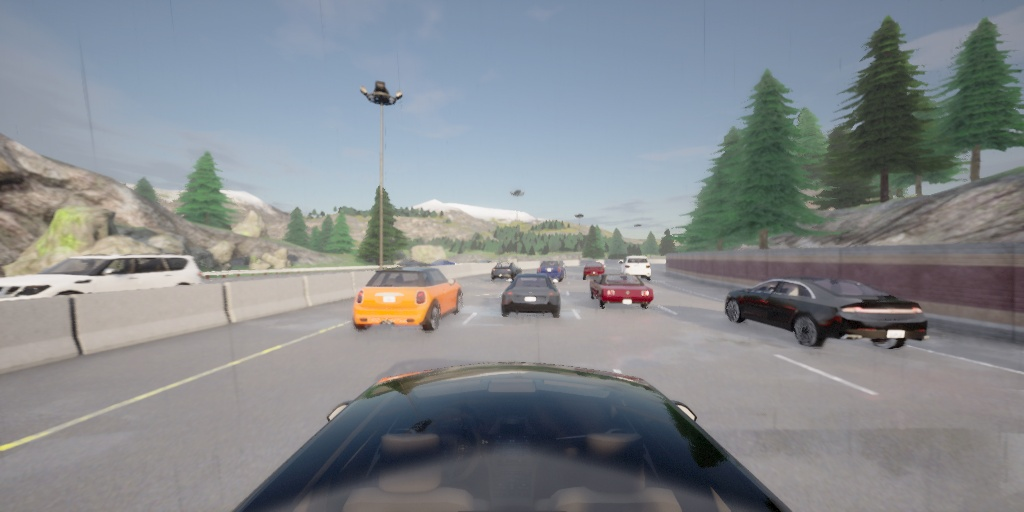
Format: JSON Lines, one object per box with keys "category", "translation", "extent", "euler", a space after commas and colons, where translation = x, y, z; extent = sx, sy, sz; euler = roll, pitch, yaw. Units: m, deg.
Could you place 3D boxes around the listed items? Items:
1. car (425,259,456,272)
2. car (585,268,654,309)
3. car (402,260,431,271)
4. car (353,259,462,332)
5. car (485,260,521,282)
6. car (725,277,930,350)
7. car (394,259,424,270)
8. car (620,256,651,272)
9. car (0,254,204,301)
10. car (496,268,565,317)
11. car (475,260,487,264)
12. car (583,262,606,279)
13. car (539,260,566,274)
{"category": "car", "translation": [-9.759, 1.252, 49.328], "extent": [1.882, 1.535, 5.008], "euler": [0, 0, 19]}
{"category": "car", "translation": [4.429, 1.379, 15.248], "extent": [1.895, 1.301, 4.718], "euler": [0, 0, 6]}
{"category": "car", "translation": [-13.229, 1.329, 49.906], "extent": [1.994, 1.385, 4.181], "euler": [0, 0, 19]}
{"category": "car", "translation": [-2.930, 1.104, 11.085], "extent": [2.097, 1.767, 4.553], "euler": [0, 0, 4]}
{"category": "car", "translation": [-0.383, 1.271, 29.486], "extent": [2.128, 1.511, 4.902], "euler": [0, 0, 12]}
{"category": "car", "translation": [7.450, 1.272, 9.236], "extent": [2.128, 1.511, 4.902], "euler": [0, 0, 4]}
{"category": "car", "translation": [-15.486, 1.266, 54.139], "extent": [1.837, 1.490, 4.892], "euler": [0, 0, 19]}
{"category": "car", "translation": [10.838, 1.038, 31.688], "extent": [2.150, 2.045, 5.566], "euler": [0, 0, 14]}
{"category": "car", "translation": [-13.612, 0.943, 12.107], "extent": [2.150, 2.045, 5.566], "euler": [0, 0, 5]}
{"category": "car", "translation": [0.746, 1.329, 13.270], "extent": [1.994, 1.385, 4.181], "euler": [0, 0, 5]}
{"category": "car", "translation": [-4.316, 1.321, 54.214], "extent": [1.812, 1.442, 4.674], "euler": [0, 0, 21]}
{"category": "car", "translation": [7.612, 1.286, 33.103], "extent": [1.882, 1.535, 5.008], "euler": [0, 0, 14]}
{"category": "car", "translation": [3.360, 1.144, 30.220], "extent": [2.097, 1.767, 4.553], "euler": [0, 0, 12]}
